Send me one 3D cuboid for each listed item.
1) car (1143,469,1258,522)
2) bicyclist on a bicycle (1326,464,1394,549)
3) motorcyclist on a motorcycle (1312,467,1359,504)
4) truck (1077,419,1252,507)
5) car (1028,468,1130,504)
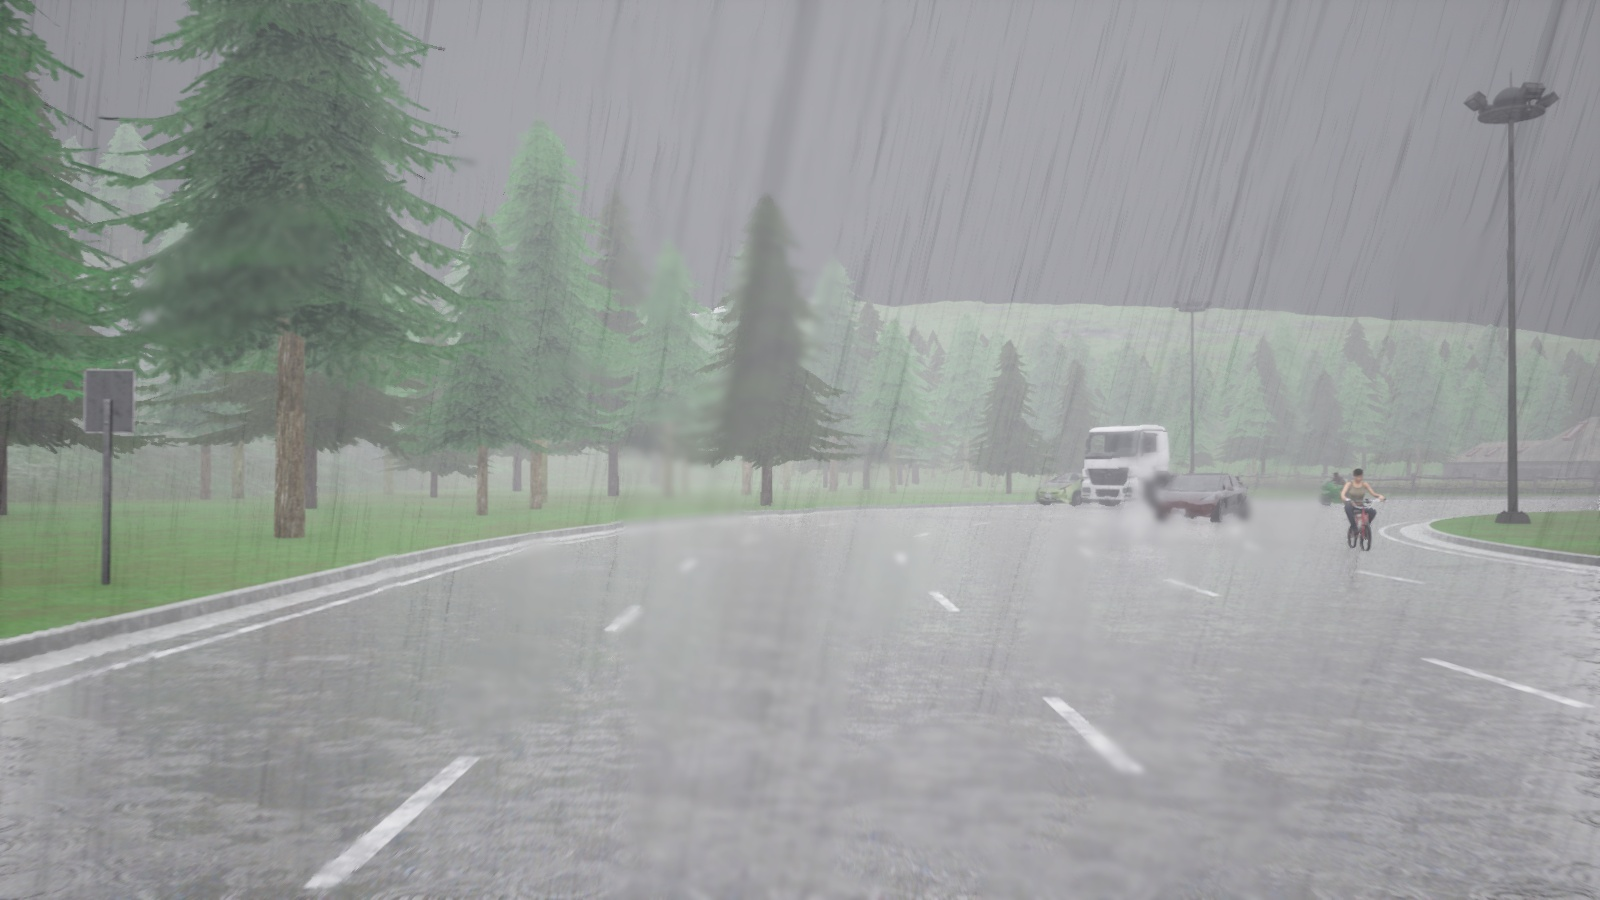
[{"bbox_3d":[12.405,1.347,38.662,2.163,1.488,4.792,-1,-1,33],"label":"car"},{"bbox_3d":[10.965,1.078,24.654,0.866,1.612,1.509,0,-1,9],"label":"bicyclist on a bicycle"},{"bbox_3d":[22.991,1.519,53.926,2.044,1.523,0.797,0,0,-30],"label":"motorcyclist on a motorcycle"},{"bbox_3d":[15.418,0.568,52.805,7.936,3.462,2.891,0,-1,-38],"label":"truck"},{"bbox_3d":[12.143,1.536,54.564,4.514,1.525,2.007,1,-1,-41],"label":"car"}]
